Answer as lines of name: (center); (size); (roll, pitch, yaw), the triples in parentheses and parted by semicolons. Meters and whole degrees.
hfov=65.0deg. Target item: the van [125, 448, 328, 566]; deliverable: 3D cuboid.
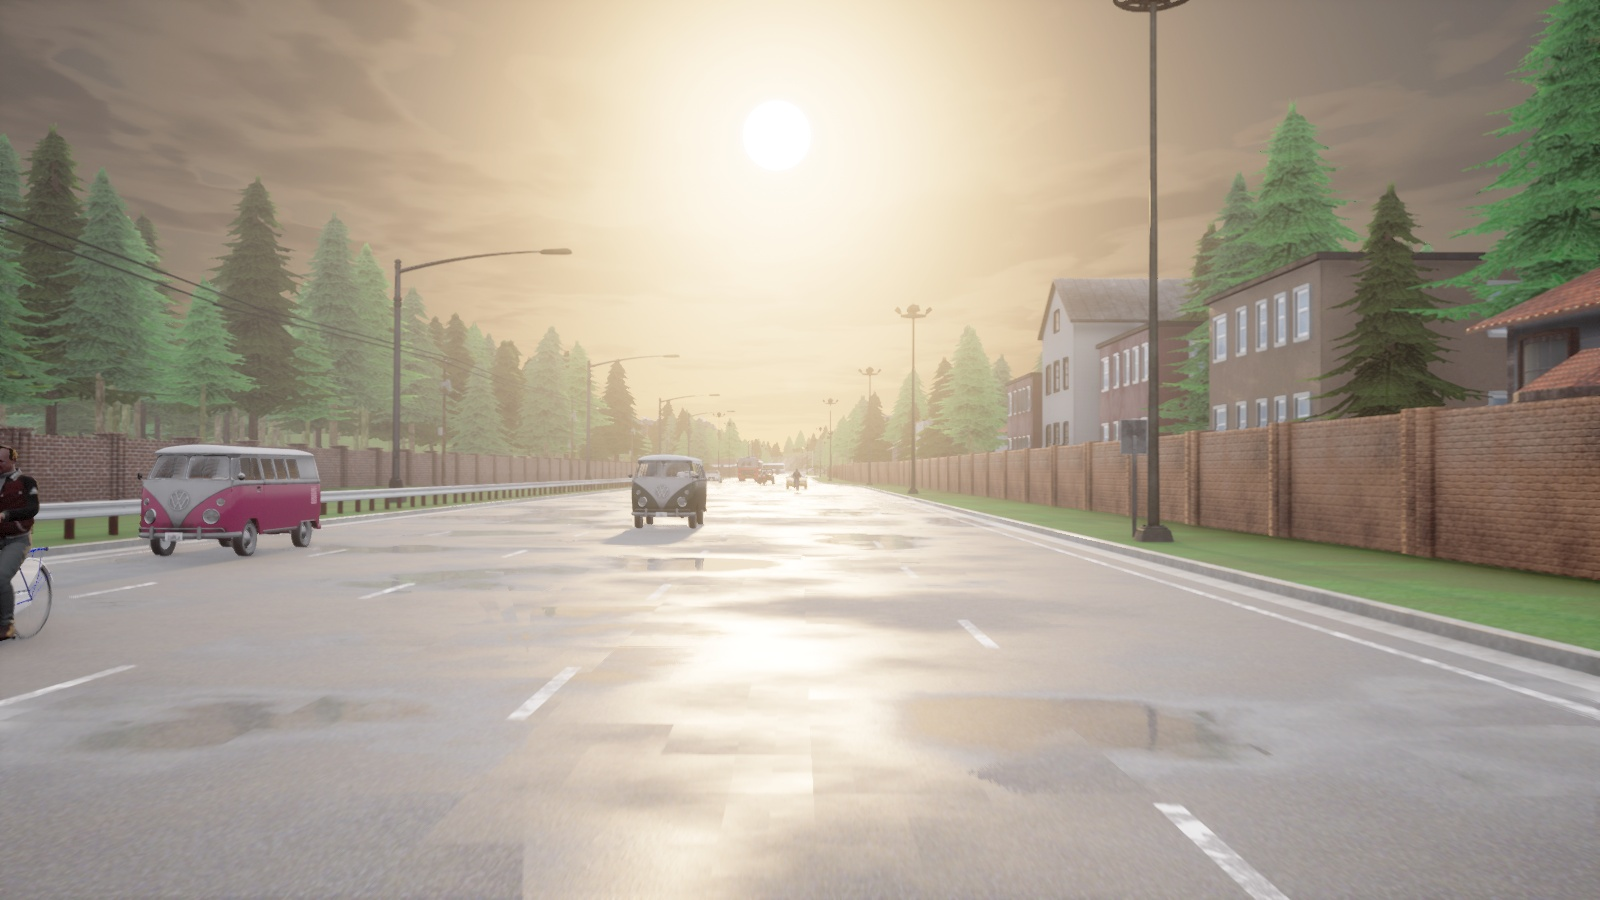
van: (-10.559, 1.004, 23.529); (1.775, 1.987, 4.442); (0, -1, 0)

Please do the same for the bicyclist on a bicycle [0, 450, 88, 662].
bicyclist on a bicycle: (-7.028, 0.895, 10.879); (0.659, 1.776, 1.843); (0, -1, 0)

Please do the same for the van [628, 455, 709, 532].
van: (-3.587, 1.165, 34.871); (1.775, 1.987, 4.442); (0, -1, 0)
